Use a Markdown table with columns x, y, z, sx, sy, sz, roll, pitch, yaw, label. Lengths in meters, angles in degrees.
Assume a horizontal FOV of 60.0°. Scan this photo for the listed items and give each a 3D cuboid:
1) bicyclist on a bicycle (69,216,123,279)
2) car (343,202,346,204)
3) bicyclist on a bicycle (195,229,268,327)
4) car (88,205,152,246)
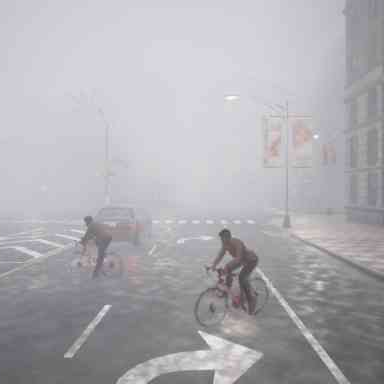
| x | y | z | sx | sy | sz | roll | pitch | yaw | label |
| --- | --- | --- | --- | --- | --- | --- | --- | --- | --- |
| -2.553 | 1.455 | 8.723 | 1.656 | 1.620 | 0.582 | -2 | -1 | 17 | bicyclist on a bicycle |
| 23.479 | 1.547 | 45.352 | 5.357 | 1.411 | 2.033 | 0 | 0 | 2 | car |
| 0.728 | 1.454 | 5.826 | 1.656 | 1.620 | 0.582 | -2 | 1 | -32 | bicyclist on a bicycle |
| -3.121 | 1.352 | 15.368 | 2.097 | 1.767 | 4.553 | 0 | 0 | 1 | car |
